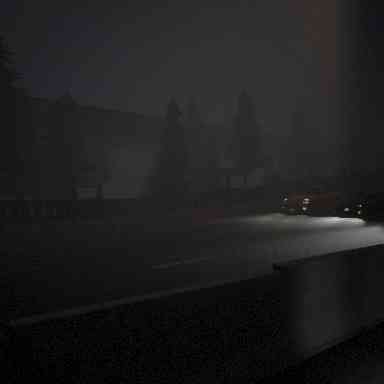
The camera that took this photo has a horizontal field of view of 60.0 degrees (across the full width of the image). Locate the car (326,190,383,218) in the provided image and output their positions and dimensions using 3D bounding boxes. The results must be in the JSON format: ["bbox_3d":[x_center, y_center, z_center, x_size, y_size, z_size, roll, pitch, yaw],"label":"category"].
[{"bbox_3d":[10.350,0.630,19.963,4.181,1.385,1.994,-6,4,-35],"label":"car"}]

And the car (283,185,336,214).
[{"bbox_3d":[8.258,0.423,22.770,4.553,1.767,2.097,-6,3,-35],"label":"car"}]
